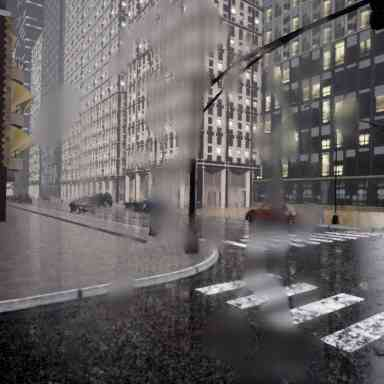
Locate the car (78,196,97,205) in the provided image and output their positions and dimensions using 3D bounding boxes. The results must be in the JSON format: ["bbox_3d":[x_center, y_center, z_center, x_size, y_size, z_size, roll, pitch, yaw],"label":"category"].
[{"bbox_3d":[-18.497,1.525,58.843,1.837,1.490,4.892,1,-1,-35],"label":"car"}]

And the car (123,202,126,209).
[{"bbox_3d":[-7.342,1.584,42.347,2.008,1.369,4.403,1,-1,-35],"label":"car"}]

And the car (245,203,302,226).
[{"bbox_3d":[5.743,1.505,23.926,1.967,1.590,4.097,1,-1,-35],"label":"car"}]

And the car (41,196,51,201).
[{"bbox_3d":[-36.777,1.570,83.795,1.802,1.307,4.206,1,-1,-35],"label":"car"}]

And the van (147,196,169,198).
[{"bbox_3d":[-4.068,1.382,37.743,1.690,1.788,3.998,1,-1,-35],"label":"van"}]

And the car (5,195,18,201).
[{"bbox_3d":[-40.337,1.378,74.339,2.008,1.369,4.403,1,-1,-35],"label":"car"}]

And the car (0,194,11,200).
[{"bbox_3d":[-46.782,1.365,83.414,1.752,1.417,4.829,1,-1,-35],"label":"car"}]

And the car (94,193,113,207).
[{"bbox_3d":[-14.489,1.255,53.140,2.150,2.045,5.566,1,-1,-35],"label":"car"}]

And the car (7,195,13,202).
[{"bbox_3d":[-37.067,1.396,69.734,1.947,1.339,4.313,1,-1,-35],"label":"car"}]

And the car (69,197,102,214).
[{"bbox_3d":[-10.903,1.427,32.890,2.008,1.369,4.403,1,-1,-35],"label":"car"}]

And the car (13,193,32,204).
[{"bbox_3d":[-30.522,1.155,60.525,2.192,1.841,5.009,1,-1,-35],"label":"car"}]

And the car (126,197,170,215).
[{"bbox_3d":[-4.373,1.541,33.716,2.033,1.411,5.357,1,-1,-36],"label":"car"}]
